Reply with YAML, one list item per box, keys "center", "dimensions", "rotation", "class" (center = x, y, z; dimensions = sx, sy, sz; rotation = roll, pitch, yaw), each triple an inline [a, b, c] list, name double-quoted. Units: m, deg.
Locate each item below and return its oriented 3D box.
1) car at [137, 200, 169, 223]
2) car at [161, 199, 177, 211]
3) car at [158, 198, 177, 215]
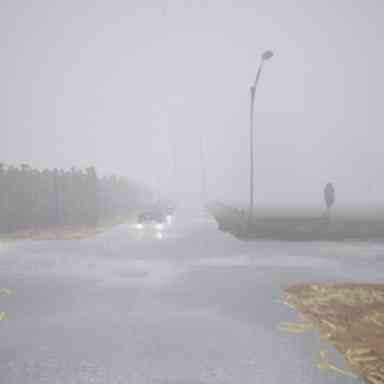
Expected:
- center: [-3.157, 1.621, 26.542]
  dimensions: [1.837, 1.490, 4.892]
  rotation: [0, -1, 0]
  class: "car"
- center: [-3.107, 1.785, 46.511]
  dimensions: [1.837, 1.490, 4.892]
  rotation: [0, 0, 1]
  class: "car"
- center: [-3.139, 1.564, 36.515]
  dimensions: [2.097, 1.767, 4.553]
  rotation: [0, -1, 0]
  class: "car"
